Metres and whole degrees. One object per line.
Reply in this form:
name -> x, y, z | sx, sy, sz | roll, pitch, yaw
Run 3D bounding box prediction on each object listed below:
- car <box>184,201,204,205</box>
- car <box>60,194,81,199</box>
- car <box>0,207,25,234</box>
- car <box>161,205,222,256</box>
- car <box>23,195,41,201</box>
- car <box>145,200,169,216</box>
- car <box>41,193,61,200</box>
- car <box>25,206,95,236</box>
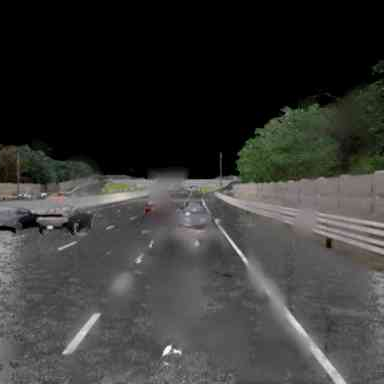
car -> 0.219, 1.580, 31.711 | 1.994, 1.385, 4.181 | 0, 0, 0
car -> -20.662, 1.236, 58.134 | 1.837, 1.490, 4.892 | 0, 1, 1
car -> -10.351, 1.576, 19.459 | 1.994, 1.385, 4.181 | 0, 0, 0
car -> 0.125, 1.501, 13.141 | 2.128, 1.511, 4.902 | 0, 0, 0
car -> -27.638, 1.270, 58.627 | 2.033, 1.411, 5.357 | 0, 1, 1
car -> -3.377, 1.493, 32.573 | 1.882, 1.535, 5.008 | 0, 0, 0
car -> -24.156, 1.075, 58.656 | 2.097, 1.767, 4.553 | 0, 1, 1
car -> -6.855, 1.503, 18.520 | 2.128, 1.511, 4.902 | 0, 0, 0
